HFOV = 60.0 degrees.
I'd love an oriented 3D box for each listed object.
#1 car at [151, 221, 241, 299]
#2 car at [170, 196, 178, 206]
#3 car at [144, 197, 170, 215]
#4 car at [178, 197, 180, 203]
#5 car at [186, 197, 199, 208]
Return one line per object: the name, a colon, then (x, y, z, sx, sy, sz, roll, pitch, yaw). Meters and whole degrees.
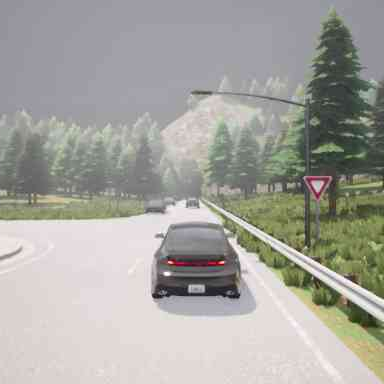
car: (0.084, 1.504, 8.440, 1.837, 1.490, 4.892, 0, 0, 0)
car: (-3.590, 1.518, 52.942, 1.812, 1.442, 4.674, 0, 0, 0)
car: (-3.615, 1.473, 34.031, 1.882, 1.535, 5.008, 0, 0, 0)
car: (-3.517, 1.462, 69.519, 1.994, 1.385, 4.181, 0, 0, 0)
car: (0.089, 1.519, 48.482, 1.812, 1.442, 4.674, 0, 0, 0)
